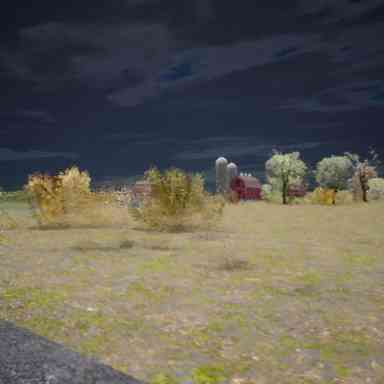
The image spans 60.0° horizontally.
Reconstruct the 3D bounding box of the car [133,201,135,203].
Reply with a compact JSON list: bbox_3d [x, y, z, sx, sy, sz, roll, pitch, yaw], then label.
[{"bbox_3d":[-12.727,2.344,68.198,1.994,1.385,4.181,-2,-2,36],"label":"car"}]
